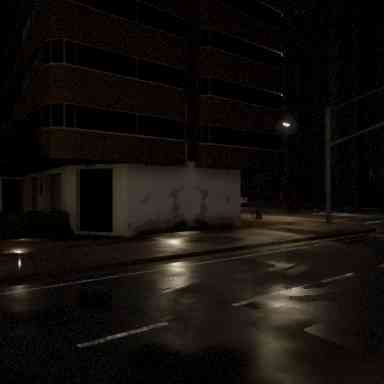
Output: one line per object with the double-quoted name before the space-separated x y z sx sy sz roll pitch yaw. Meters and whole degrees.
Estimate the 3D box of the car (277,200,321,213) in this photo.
"car" 12.021 1.601 37.578 1.895 1.301 4.718 0 0 -36

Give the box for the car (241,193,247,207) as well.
"car" 6.159 1.222 51.964 2.150 2.045 5.566 0 0 -36
